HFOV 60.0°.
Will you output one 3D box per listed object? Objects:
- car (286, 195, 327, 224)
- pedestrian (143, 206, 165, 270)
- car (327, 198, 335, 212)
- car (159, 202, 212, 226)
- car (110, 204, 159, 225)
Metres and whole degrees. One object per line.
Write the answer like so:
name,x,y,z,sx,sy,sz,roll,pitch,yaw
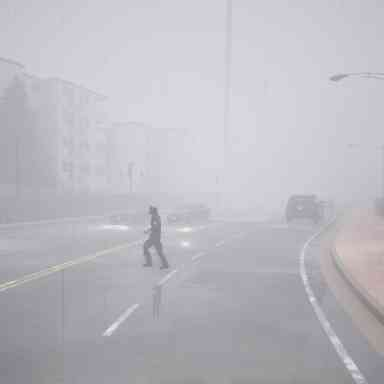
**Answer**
car,8.607,1.222,25.187,2.150,2.045,5.566,0,0,27
pedestrian,-1.102,1.294,9.582,0.375,1.860,0.375,0,0,15
car,15.596,1.491,38.847,2.128,1.511,4.902,0,0,27
car,-0.095,1.505,24.001,1.837,1.490,4.892,0,0,27
car,-4.003,1.564,24.002,1.994,1.385,4.181,0,0,26
